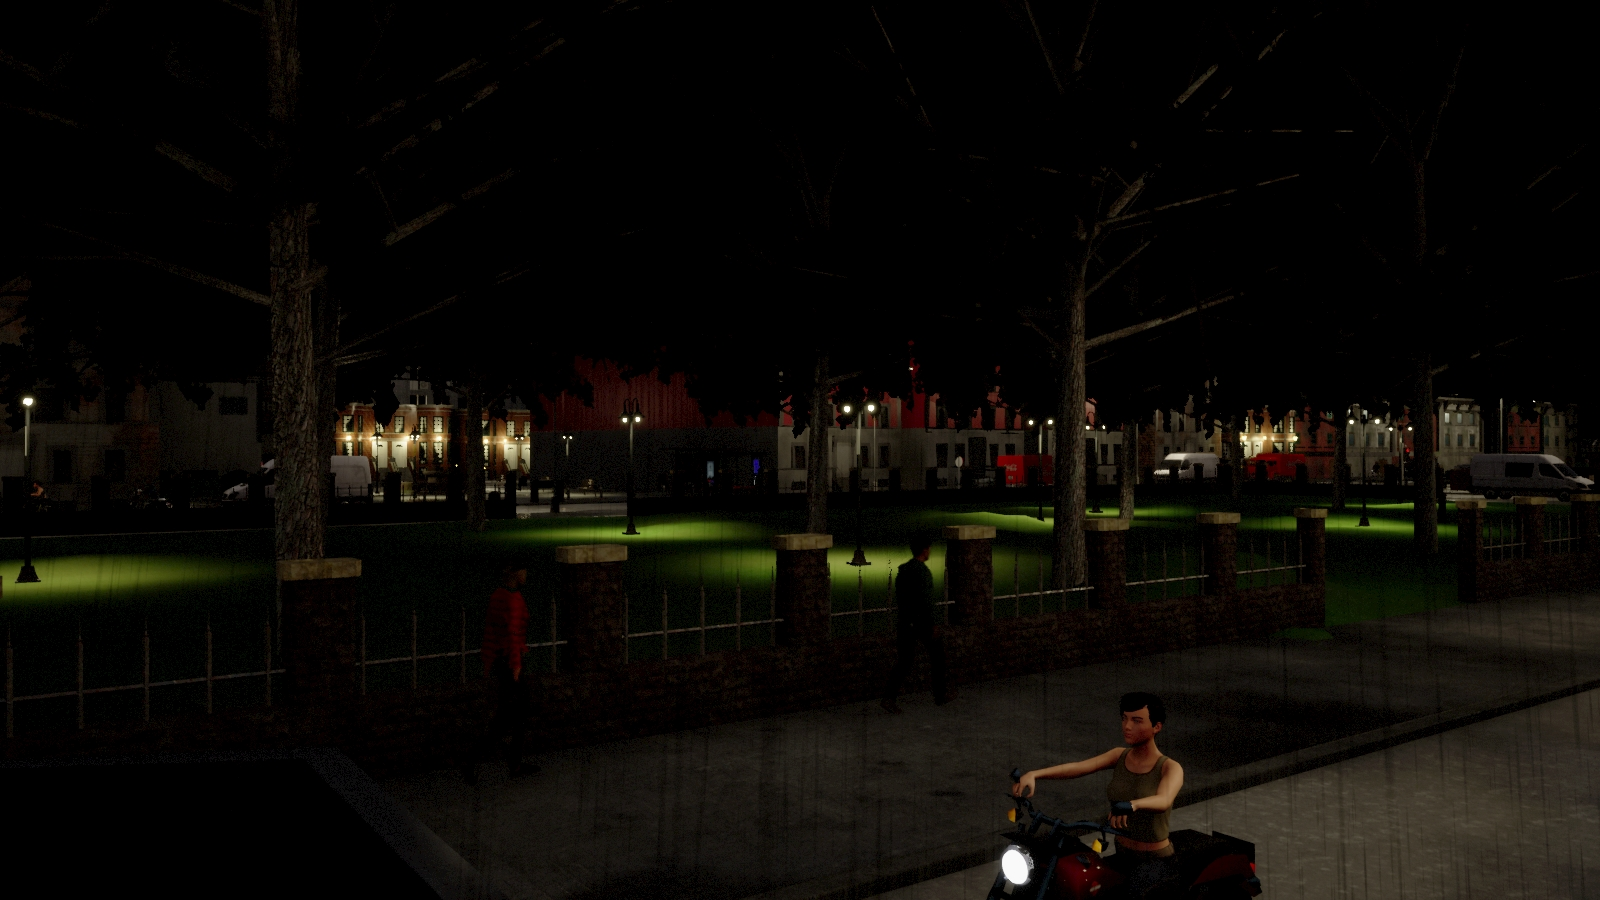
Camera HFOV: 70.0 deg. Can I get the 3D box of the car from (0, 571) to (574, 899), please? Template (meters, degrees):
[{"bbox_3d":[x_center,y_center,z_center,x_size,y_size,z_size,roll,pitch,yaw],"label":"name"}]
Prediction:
[{"bbox_3d":[-3.767,1.534,1.768,6.274,2.098,2.390,0,0,-35],"label":"car"}]

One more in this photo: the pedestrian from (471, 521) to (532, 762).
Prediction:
[{"bbox_3d":[-2.416,1.523,9.244,0.375,1.860,0.375,0,0,-35],"label":"pedestrian"}]

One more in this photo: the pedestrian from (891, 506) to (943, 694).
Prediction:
[{"bbox_3d":[1.202,1.521,11.719,0.375,1.860,0.375,0,0,-33],"label":"pedestrian"}]
